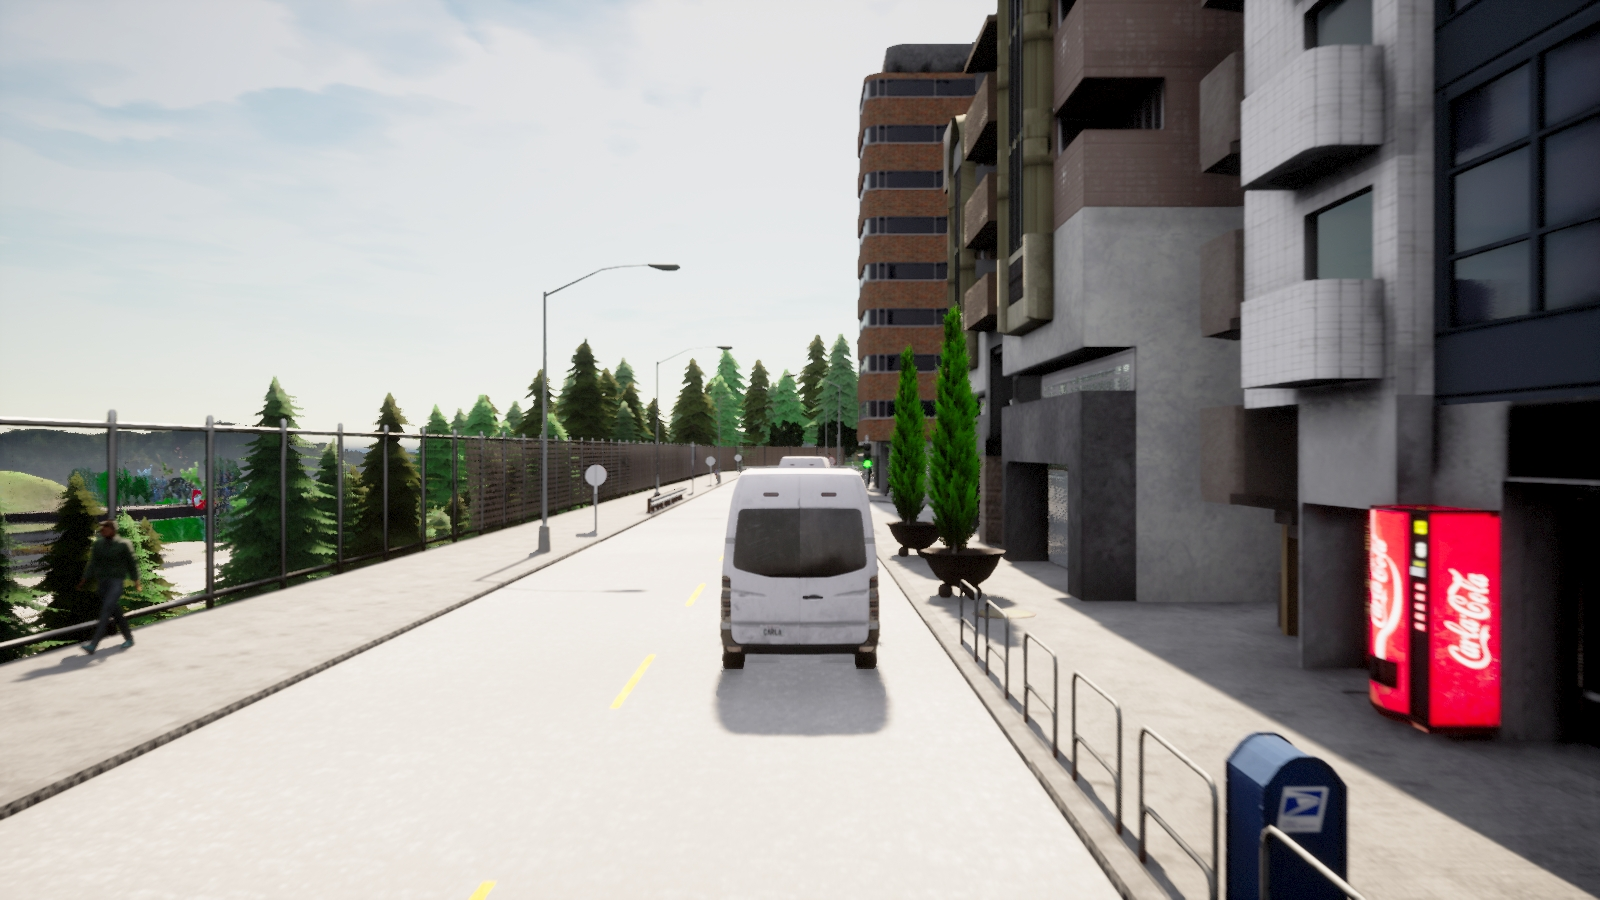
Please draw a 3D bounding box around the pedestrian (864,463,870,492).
[{"bbox_3d":[4.328,1.735,73.321,0.375,1.860,0.375,0,0,2],"label":"pedestrian"}]

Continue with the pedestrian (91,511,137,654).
[{"bbox_3d":[-9.105,1.744,15.161,0.375,1.860,0.375,0,0,5],"label":"pedestrian"}]

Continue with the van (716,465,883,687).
[{"bbox_3d":[-0.006,1.534,16.501,1.988,2.561,5.915,0,0,0],"label":"van"}]

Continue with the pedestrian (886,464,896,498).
[{"bbox_3d":[5.059,1.734,63.520,0.375,1.860,0.375,0,0,-31],"label":"pedestrian"}]
